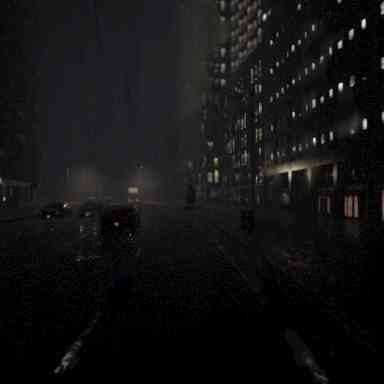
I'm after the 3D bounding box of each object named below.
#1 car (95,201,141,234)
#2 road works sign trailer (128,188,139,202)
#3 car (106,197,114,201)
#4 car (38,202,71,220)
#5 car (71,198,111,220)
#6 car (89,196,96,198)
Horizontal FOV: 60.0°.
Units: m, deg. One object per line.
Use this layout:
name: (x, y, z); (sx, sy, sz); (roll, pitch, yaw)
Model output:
car: (-4.149, 1.526, 19.768); (1.882, 1.535, 5.008); (0, 0, -5)
road works sign trailer: (-14.214, 0.651, 80.426); (2.380, 3.560, 2.880); (0, 0, -21)
car: (-17.350, 1.667, 69.188); (1.994, 1.385, 4.181); (0, 0, -17)
car: (-11.944, 1.608, 29.523); (2.033, 1.411, 5.357); (0, 0, -8)
car: (-8.604, 1.555, 28.801); (2.128, 1.511, 4.902); (0, 0, -7)
car: (-21.107, 1.610, 70.281); (2.033, 1.411, 5.357); (0, 0, -18)
